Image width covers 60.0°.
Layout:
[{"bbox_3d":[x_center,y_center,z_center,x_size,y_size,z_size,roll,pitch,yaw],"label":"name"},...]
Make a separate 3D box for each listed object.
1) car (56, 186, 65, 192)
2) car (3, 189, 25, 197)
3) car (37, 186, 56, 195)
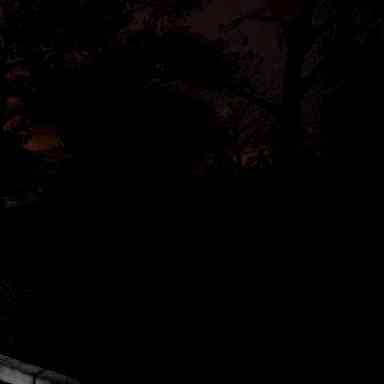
[{"bbox_3d":[-28.319,-0.632,70.476,1.895,1.301,4.718,0,2,-9],"label":"car"},{"bbox_3d":[-28.995,0.125,54.326,1.895,1.301,4.718,0,2,-9],"label":"car"},{"bbox_3d":[-26.632,-0.189,60.168,1.837,1.490,4.892,0,2,-9],"label":"car"}]
